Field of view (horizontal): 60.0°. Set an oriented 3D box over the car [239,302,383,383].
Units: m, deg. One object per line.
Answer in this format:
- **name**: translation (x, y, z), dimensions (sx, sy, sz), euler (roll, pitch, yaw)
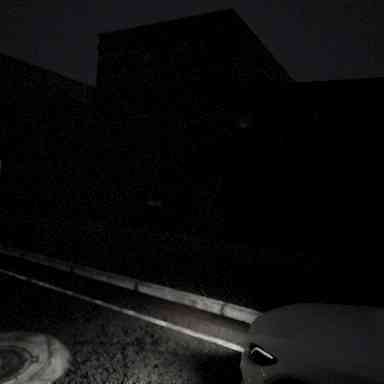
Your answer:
- **car**: translation (2.714, 1.650, 2.707), dimensions (4.674, 1.442, 1.812), euler (4, 2, 31)
